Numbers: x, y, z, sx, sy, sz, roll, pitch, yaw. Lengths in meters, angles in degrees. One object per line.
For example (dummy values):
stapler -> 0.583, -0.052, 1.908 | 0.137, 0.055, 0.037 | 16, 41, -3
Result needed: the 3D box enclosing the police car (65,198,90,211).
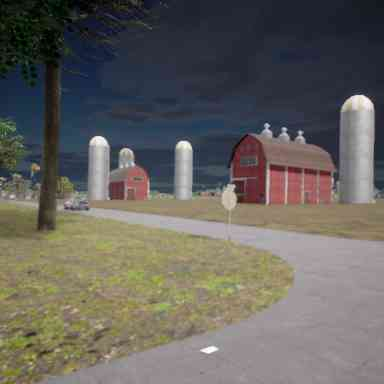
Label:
police car -> -14.099, 1.499, 40.845 | 2.038, 1.542, 4.974 | 2, -1, -35
